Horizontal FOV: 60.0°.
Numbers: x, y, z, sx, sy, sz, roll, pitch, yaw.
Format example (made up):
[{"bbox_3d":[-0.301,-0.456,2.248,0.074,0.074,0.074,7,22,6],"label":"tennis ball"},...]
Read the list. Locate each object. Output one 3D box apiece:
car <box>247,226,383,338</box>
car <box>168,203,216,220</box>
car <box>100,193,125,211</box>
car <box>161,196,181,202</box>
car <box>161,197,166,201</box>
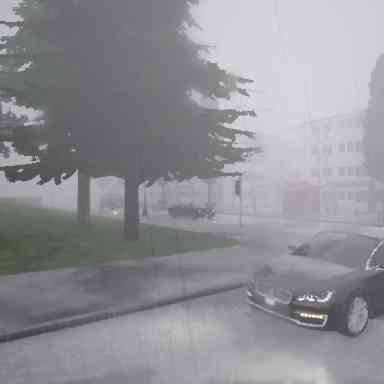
[{"bbox_3d":[3.277,1.505,6.677,4.892,1.490,1.837,0,1,-34],"label":"car"},{"bbox_3d":[-0.078,1.601,28.284,1.895,1.301,4.718,0,0,-36],"label":"car"},{"bbox_3d":[-9.799,1.212,41.941,2.150,2.045,5.566,0,1,-35],"label":"car"},{"bbox_3d":[-5.226,1.673,83.155,4.974,1.542,2.038,0,0,-6],"label":"car"},{"bbox_3d":[-5.277,1.515,83.150,4.536,1.218,1.853,0,0,-6],"label":"car"}]
